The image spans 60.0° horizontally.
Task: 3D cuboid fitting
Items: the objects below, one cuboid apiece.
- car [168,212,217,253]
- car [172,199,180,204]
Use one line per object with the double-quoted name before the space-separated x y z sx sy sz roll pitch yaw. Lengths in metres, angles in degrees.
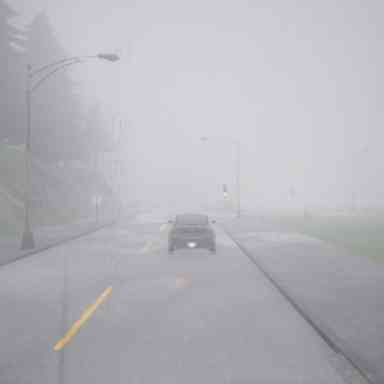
"car" 0.002 1.644 14.316 1.837 1.490 4.892 0 0 0
"car" -4.009 2.391 83.991 1.895 1.301 4.718 0 -1 0
